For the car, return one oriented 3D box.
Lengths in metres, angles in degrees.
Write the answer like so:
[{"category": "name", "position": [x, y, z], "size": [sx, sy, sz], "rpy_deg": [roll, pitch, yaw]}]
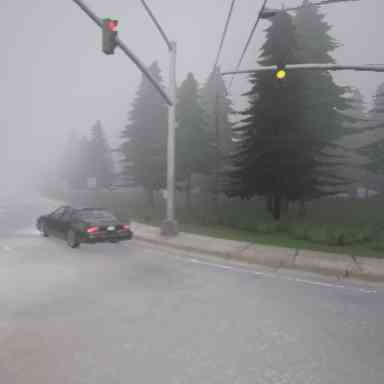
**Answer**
[{"category": "car", "position": [-4.338, 1.191, 12.909], "size": [2.033, 1.411, 5.357], "rpy_deg": [0, 1, -41]}]
